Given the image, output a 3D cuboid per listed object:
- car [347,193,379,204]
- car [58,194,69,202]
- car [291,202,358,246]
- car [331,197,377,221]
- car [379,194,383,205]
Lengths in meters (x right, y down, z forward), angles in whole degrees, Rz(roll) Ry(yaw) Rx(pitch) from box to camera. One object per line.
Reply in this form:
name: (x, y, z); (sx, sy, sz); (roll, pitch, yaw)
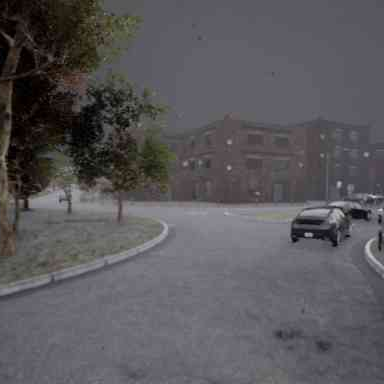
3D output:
car: (22.873, 0.955, 46.528); (2.185, 1.767, 4.553); (0, 1, -29)
car: (-20.689, 0.956, 54.232); (2.033, 1.411, 5.357); (0, -1, -22)
car: (5.975, 1.431, 15.088); (1.837, 1.490, 4.892); (0, 0, 35)
car: (11.105, 1.336, 24.026); (5.008, 1.535, 1.882); (0, 1, -39)
car: (25.276, 1.068, 47.891); (2.097, 1.535, 5.008); (0, 1, -29)
